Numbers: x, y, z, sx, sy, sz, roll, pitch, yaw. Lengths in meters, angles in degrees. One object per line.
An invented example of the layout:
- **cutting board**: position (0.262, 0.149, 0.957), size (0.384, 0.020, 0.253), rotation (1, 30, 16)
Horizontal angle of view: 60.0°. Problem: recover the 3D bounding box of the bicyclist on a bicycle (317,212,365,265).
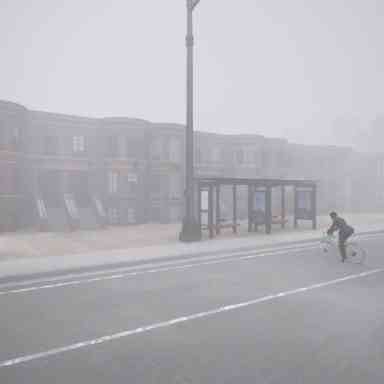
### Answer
- **bicyclist on a bicycle**: position (4.661, 1.455, 10.558), size (0.582, 1.620, 1.656), rotation (0, -2, -34)
